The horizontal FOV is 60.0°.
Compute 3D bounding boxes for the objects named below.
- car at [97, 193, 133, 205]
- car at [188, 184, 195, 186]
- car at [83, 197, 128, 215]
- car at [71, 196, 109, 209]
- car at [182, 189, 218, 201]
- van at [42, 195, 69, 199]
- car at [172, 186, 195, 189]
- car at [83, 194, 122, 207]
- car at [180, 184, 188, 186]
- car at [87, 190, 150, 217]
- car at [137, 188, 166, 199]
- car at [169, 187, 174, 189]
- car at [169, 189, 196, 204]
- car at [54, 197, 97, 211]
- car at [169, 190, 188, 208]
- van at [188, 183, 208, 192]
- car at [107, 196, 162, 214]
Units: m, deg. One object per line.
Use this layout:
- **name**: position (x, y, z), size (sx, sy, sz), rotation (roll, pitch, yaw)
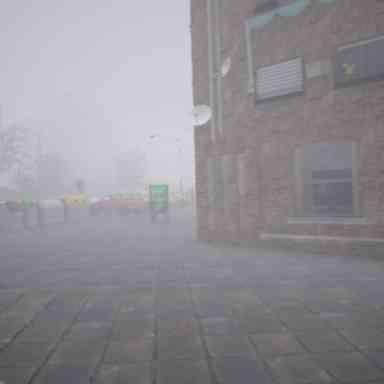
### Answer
- **car**: position (-11.672, 1.052, 50.339), size (4.892, 1.521, 2.231), rotation (-2, 2, 23)
- **car**: position (-1.760, -0.596, 73.386), size (5.566, 2.045, 2.435), rotation (-2, 2, 23)
- **car**: position (-9.326, 1.445, 36.188), size (2.163, 1.488, 4.792), rotation (-2, 2, 23)
- **car**: position (-13.877, 1.401, 45.215), size (4.674, 1.452, 2.002), rotation (-2, 2, 23)
- **car**: position (1.231, 0.404, 49.049), size (4.792, 1.488, 2.163), rotation (-2, 2, 23)
- **van**: position (-15.992, 1.436, 40.040), size (4.442, 1.987, 1.878), rotation (-2, 2, 23)
- **car**: position (0.062, 0.412, 46.349), size (4.553, 1.767, 2.185), rotation (-2, 2, 23)
- **car**: position (-12.815, 1.214, 47.658), size (4.892, 1.521, 2.231), rotation (-2, 2, 23)
- **car**: position (-3.966, -0.160, 68.272), size (4.553, 1.767, 2.185), rotation (-2, 2, 23)
- **car**: position (-6.938, 1.188, 30.297), size (5.566, 2.045, 2.435), rotation (-2, 1, 23)
- **car**: position (-7.331, 0.313, 60.474), size (4.553, 1.767, 2.185), rotation (-2, 2, 23)
- **car**: position (-5.007, 0.148, 65.690), size (4.792, 1.488, 2.163), rotation (-2, 2, 23)
- **car**: position (-2.115, 0.855, 40.906), size (5.366, 1.575, 1.946), rotation (-2, 2, 23)
- **car**: position (-14.987, 1.518, 42.658), size (4.892, 1.521, 2.231), rotation (-2, 2, 23)
- **car**: position (-3.617, 1.032, 38.358), size (5.366, 1.575, 1.946), rotation (-2, 2, 23)
- **van**: position (1.476, -1.033, 81.107), size (4.442, 1.987, 1.878), rotation (-2, 2, 23)
- **car**: position (-5.727, 1.322, 32.990), size (5.008, 1.535, 2.097), rotation (-2, 2, 23)
